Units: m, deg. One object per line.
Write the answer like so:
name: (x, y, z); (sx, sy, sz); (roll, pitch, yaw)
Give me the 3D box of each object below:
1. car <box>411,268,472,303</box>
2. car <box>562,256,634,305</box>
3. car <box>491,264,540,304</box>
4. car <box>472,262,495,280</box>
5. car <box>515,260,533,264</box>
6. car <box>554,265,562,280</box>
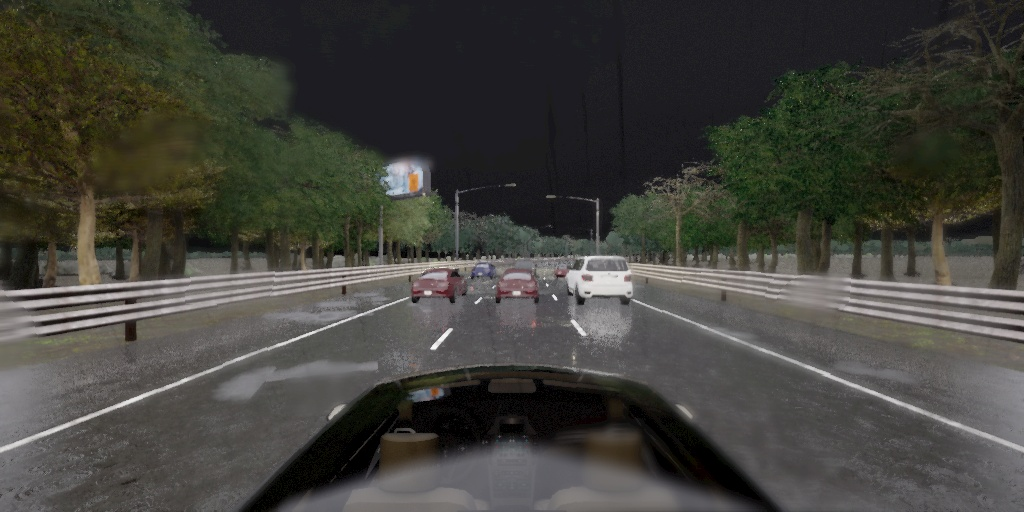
car: (-3.227, 1.281, 16.420); (1.812, 1.442, 4.674); (0, 0, 2)
car: (3.769, 1.006, 16.193); (2.150, 2.045, 5.566); (0, 0, 2)
car: (0.271, 1.281, 16.291); (1.812, 1.442, 4.674); (0, 0, 2)
car: (-2.407, 1.284, 31.332); (1.812, 1.442, 4.674); (0, 0, 4)
car: (1.082, 1.117, 31.046); (2.097, 1.767, 4.553); (0, 0, 4)
car: (4.577, 1.367, 30.850); (1.895, 1.301, 4.718); (0, 0, 4)
